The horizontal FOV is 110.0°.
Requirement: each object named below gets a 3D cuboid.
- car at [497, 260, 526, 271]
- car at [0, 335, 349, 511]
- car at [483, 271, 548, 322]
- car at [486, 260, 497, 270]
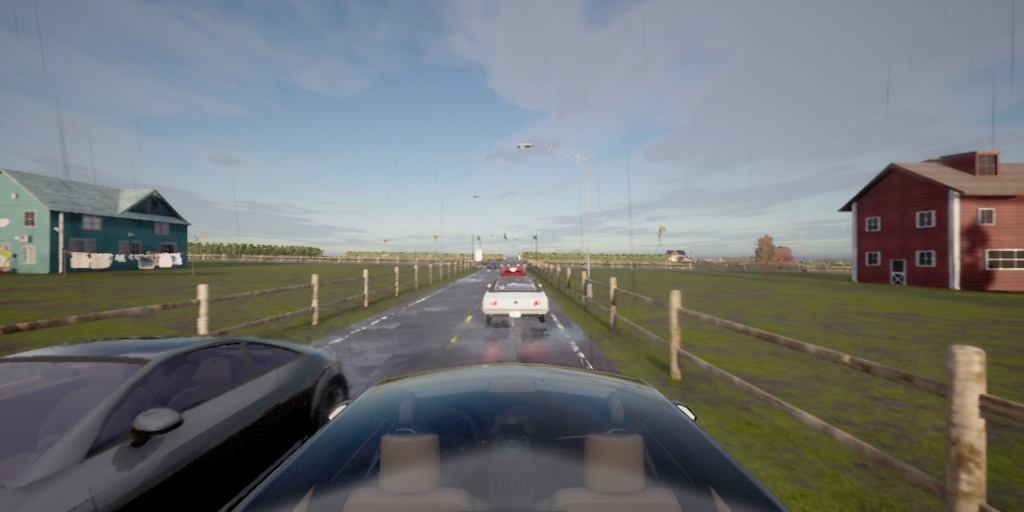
[{"bbox_3d":[0.107,1.118,29.953,2.097,1.767,4.553,0,0,0],"label":"car"},{"bbox_3d":[-2.850,1.315,2.405,1.994,1.385,4.181,0,0,0],"label":"car"},{"bbox_3d":[0.094,1.356,12.319,1.895,1.301,4.718,0,0,0],"label":"car"},{"bbox_3d":[-2.764,1.353,54.139,1.994,1.385,4.181,0,0,1],"label":"car"}]
